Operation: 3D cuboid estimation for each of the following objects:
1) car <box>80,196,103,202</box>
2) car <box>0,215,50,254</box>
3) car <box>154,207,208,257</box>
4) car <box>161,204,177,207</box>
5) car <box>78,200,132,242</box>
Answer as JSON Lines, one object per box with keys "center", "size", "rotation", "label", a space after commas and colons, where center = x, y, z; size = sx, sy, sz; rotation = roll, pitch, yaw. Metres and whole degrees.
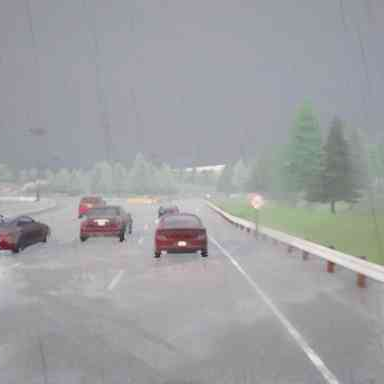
{"center": [-9.836, 1.460, 33.063], "size": [2.150, 2.045, 5.566], "rotation": [0, 0, -9], "label": "car"}
{"center": [-7.570, 1.670, 14.052], "size": [1.994, 1.385, 4.181], "rotation": [0, 0, -4], "label": "car"}
{"center": [-0.498, 1.571, 13.433], "size": [1.882, 1.535, 5.008], "rotation": [0, 0, -4], "label": "car"}
{"center": [-2.225, 1.820, 31.545], "size": [1.895, 1.301, 4.718], "rotation": [0, 0, -6], "label": "car"}
{"center": [-4.335, 1.477, 17.383], "size": [2.097, 1.767, 4.553], "rotation": [0, 0, -5], "label": "car"}
